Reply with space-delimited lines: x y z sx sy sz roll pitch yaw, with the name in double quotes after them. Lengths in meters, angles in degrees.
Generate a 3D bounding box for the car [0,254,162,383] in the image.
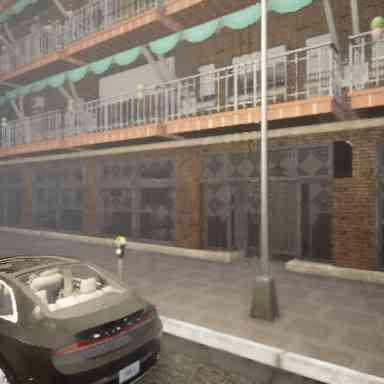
-2.405 1.559 4.589 4.403 1.369 2.008 0 0 35 "car"
